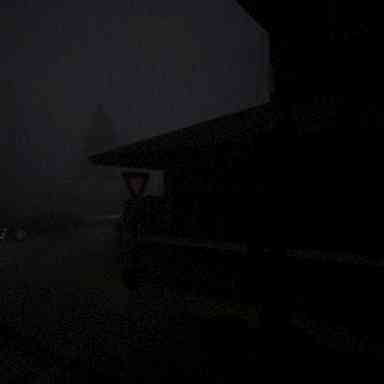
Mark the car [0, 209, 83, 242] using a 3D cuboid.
[{"bbox_3d":[-8.269,1.708,17.992,1.837,1.490,4.892,0,0,35],"label":"car"}]
